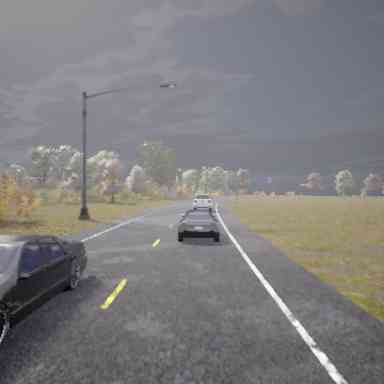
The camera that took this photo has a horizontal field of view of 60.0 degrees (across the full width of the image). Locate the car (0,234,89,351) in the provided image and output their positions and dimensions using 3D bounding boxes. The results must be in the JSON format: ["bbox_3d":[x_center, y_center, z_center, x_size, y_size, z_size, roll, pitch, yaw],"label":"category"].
[{"bbox_3d":[-3.553,1.546,6.249,2.033,1.411,5.357,0,0,1],"label":"car"}]

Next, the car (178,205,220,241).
[{"bbox_3d":[0.348,1.567,16.784,1.994,1.385,4.181,0,0,1],"label":"car"}]

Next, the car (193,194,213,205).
[{"bbox_3d":[1.318,1.226,40.131,2.150,2.045,5.566,0,0,3],"label":"car"}]
